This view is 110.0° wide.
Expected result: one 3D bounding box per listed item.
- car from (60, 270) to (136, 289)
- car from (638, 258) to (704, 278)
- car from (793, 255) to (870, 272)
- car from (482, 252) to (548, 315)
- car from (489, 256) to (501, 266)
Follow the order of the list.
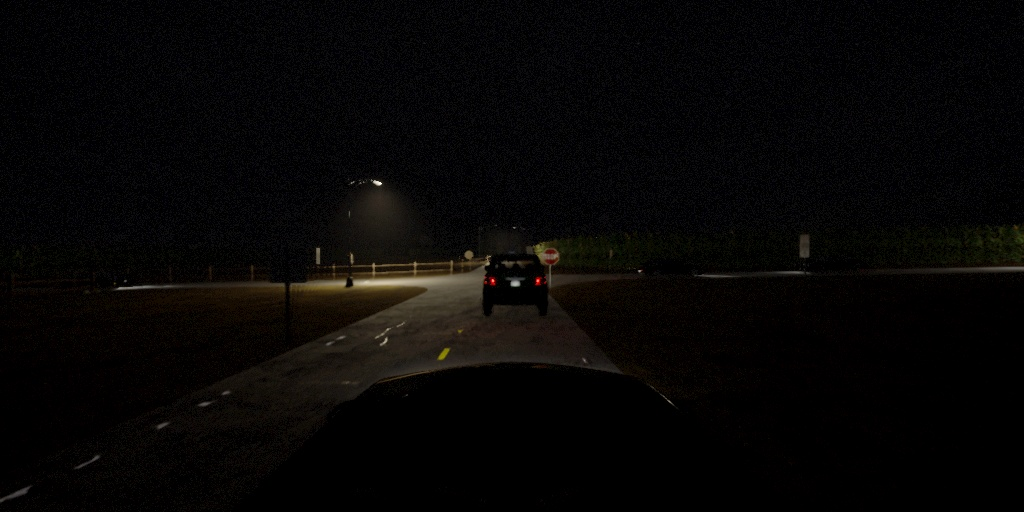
[{"bbox_3d":[-31.840,1.791,27.673,4.181,1.385,1.994,-1,0,0],"label":"car"},{"bbox_3d":[12.353,0.887,27.951,4.892,1.490,1.837,-1,0,0],"label":"car"},{"bbox_3d":[27.471,0.634,30.897,5.357,1.411,2.033,-1,0,0],"label":"car"},{"bbox_3d":[0.105,0.932,13.571,2.150,2.045,5.566,0,0,0],"label":"car"},{"bbox_3d":[-2.779,0.823,59.334,1.837,1.490,4.892,0,1,1],"label":"car"}]
